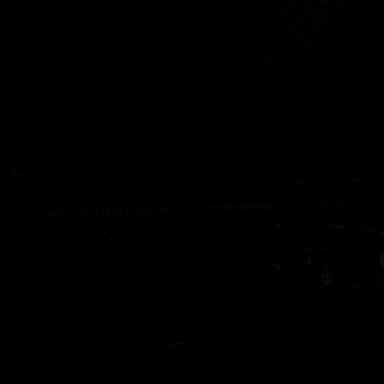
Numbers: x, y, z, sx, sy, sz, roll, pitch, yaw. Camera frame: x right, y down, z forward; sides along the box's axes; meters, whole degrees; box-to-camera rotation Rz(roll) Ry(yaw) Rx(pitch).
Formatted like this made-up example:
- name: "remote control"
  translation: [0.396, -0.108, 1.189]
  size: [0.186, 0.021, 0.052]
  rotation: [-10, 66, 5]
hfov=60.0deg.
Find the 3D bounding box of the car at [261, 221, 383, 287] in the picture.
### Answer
- name: "car"
  translation: [3.875, 1.545, 9.320]
  size: [4.507, 1.381, 1.887]
  rotation: [0, 0, -35]
